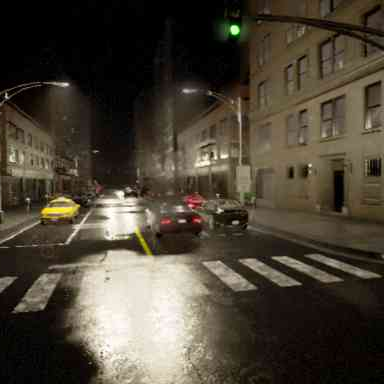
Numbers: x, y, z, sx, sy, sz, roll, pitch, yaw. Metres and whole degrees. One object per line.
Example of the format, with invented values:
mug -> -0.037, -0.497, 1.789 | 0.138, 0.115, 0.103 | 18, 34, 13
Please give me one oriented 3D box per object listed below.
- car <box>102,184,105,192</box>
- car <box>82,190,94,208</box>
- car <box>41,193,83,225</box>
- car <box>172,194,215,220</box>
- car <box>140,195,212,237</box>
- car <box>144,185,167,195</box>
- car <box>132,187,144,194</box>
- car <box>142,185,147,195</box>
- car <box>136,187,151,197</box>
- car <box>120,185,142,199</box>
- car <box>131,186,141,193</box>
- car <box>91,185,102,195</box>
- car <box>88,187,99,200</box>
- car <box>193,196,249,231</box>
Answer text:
car -> -18.522, -0.414, 64.031 | 2.192, 1.841, 5.009 | -1, 2, -14
car -> -10.483, 0.750, 30.925 | 1.947, 1.339, 4.313 | -1, 2, -14
car -> -7.766, 1.018, 19.720 | 1.752, 1.417, 4.829 | -1, 2, -14
car -> -0.007, 0.892, 21.776 | 1.802, 1.307, 4.206 | -1, 2, -14
car -> -0.970, 1.084, 14.986 | 2.033, 1.411, 5.357 | -1, 2, -14
car -> -4.027, 0.295, 38.330 | 1.967, 1.590, 4.097 | -1, 2, -14
car -> -10.722, -0.341, 65.932 | 1.947, 1.339, 4.313 | -1, 2, -14
car -> -6.708, -0.135, 49.366 | 2.192, 1.841, 5.009 | -1, 2, -14
car -> -8.043, -0.036, 54.893 | 1.947, 1.339, 4.313 | -1, 2, -14
car -> -8.618, 0.161, 46.487 | 2.128, 1.511, 4.902 | -1, 2, -14
car -> -12.101, -0.539, 71.615 | 1.752, 1.417, 4.829 | -1, 2, -14
car -> -15.842, 0.015, 52.997 | 1.967, 1.590, 4.097 | -1, 2, -14
car -> -13.162, 0.431, 41.963 | 2.008, 1.369, 4.403 | -1, 2, -14
car -> 1.332, 1.012, 16.256 | 2.008, 1.369, 4.403 | -1, 2, -14
